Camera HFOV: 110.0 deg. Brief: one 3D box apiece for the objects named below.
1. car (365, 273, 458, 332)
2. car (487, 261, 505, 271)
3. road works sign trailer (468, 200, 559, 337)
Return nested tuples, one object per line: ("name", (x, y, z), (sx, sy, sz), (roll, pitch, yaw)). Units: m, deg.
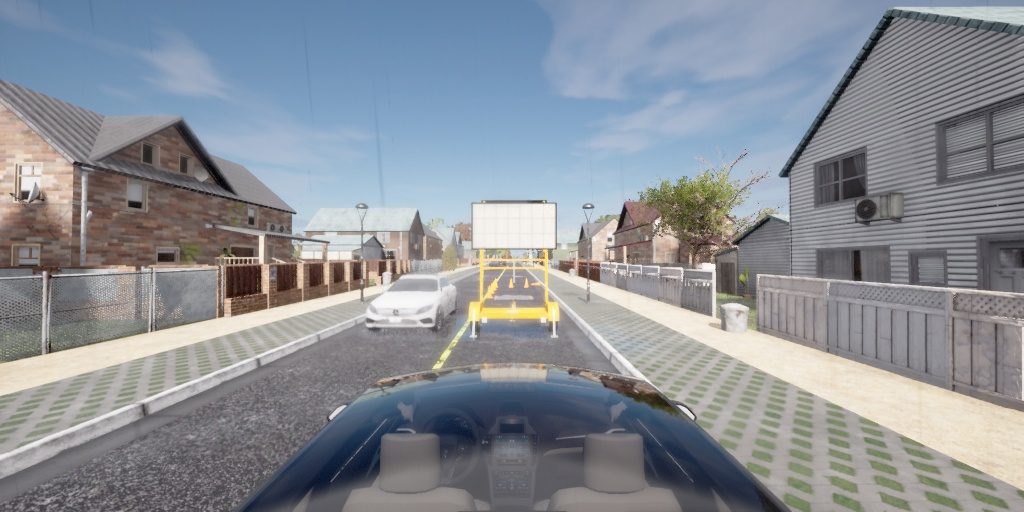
("car", (-2.798, 1.282, 10.978), (1.812, 1.442, 4.674), (0, 0, 0))
("car", (-2.581, 1.412, 52.999), (2.033, 1.411, 5.357), (0, 0, 1))
("road works sign trailer", (0.060, 0.220, 10.240), (2.380, 3.560, 2.880), (0, 0, 1))
